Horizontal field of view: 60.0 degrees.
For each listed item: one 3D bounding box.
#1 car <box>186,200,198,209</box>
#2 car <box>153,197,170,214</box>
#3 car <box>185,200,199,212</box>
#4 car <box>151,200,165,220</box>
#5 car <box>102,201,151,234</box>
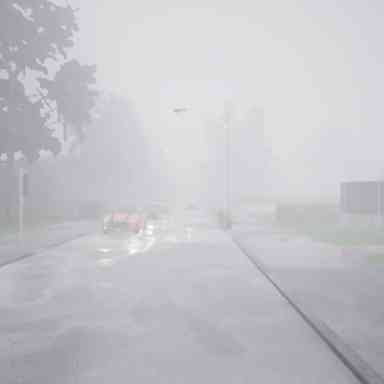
[{"bbox_3d":[0.001,2.096,56.405,1.837,1.490,4.892,0,-1,0],"label":"car"},{"bbox_3d":[-3.999,1.659,41.696,2.150,2.045,5.566,0,-1,0],"label":"car"},{"bbox_3d":[0.025,2.026,47.738,1.812,1.442,4.674,0,-1,0],"label":"car"},{"bbox_3d":[-4.058,1.819,31.181,2.128,1.511,4.902,0,-1,0],"label":"car"},{"bbox_3d":[-4.092,1.571,20.781,2.097,1.767,4.553,0,-1,0],"label":"car"}]
